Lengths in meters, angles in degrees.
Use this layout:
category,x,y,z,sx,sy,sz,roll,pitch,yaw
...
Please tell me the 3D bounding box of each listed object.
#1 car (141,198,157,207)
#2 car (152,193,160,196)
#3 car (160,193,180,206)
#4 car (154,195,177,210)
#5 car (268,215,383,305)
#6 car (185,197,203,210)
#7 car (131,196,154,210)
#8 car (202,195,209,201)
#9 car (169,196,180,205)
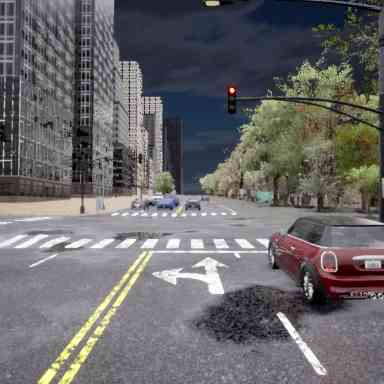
category,x,y,z,sx,sy,sz,roll,pitch,yaw
car,-6.626,1.636,51.968,1.895,1.301,4.718,0,0,0
car,-6.595,1.267,63.088,2.150,2.045,5.566,0,0,1
car,-3.374,1.257,52.480,2.150,2.045,5.566,0,0,0
car,-3.376,1.507,42.542,1.882,1.535,5.008,0,0,0
car,3.341,1.350,8.265,2.097,1.767,4.553,-1,0,0
car,0.105,1.554,43.093,1.812,1.442,4.674,0,0,0
car,-6.623,1.521,42.699,2.128,1.511,4.902,0,0,0
car,3.198,1.585,82.222,2.128,1.511,4.902,0,0,0
car,-3.345,1.569,62.940,1.812,1.442,4.674,0,0,0
